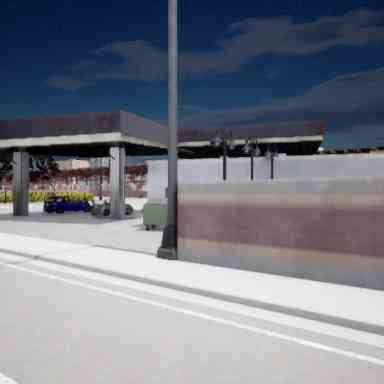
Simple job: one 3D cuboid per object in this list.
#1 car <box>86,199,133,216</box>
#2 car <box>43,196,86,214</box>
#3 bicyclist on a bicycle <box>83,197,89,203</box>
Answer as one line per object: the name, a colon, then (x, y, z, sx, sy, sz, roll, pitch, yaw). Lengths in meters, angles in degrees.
car: (-7.276, 1.425, 30.483, 1.970, 1.475, 3.806, 0, 0, 37)
car: (-12.351, 1.265, 33.281, 2.242, 1.667, 4.611, 0, 0, 37)
bicyclist on a bicycle: (-13.201, 1.410, 40.988, 1.656, 1.620, 0.582, -6, -14, 35)
